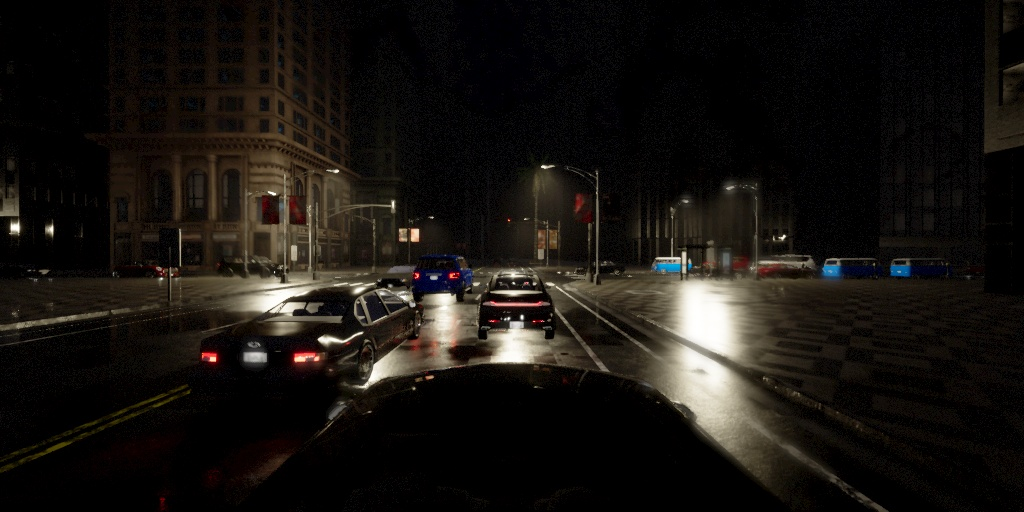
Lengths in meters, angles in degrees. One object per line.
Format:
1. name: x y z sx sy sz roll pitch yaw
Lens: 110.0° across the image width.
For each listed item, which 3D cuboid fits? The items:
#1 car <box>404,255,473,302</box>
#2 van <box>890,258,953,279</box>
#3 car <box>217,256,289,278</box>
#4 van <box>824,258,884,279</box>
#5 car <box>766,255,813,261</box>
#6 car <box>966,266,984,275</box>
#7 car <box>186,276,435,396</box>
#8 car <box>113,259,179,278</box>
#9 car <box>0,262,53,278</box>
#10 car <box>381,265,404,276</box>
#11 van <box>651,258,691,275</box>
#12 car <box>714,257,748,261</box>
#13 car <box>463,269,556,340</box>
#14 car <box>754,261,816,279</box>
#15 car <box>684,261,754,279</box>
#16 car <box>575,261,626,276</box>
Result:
1. car: -3.156 0.972 17.166 2.150 2.045 5.566 0 0 0
2. van: 34.093 1.079 29.862 3.998 1.789 1.690 0 0 0
3. car: -23.454 0.996 32.536 5.566 2.045 2.150 0 0 0
4. van: 28.416 1.082 29.858 3.998 1.789 1.690 0 0 0
5. car: 26.950 0.946 35.716 5.566 2.045 2.150 0 0 0
6. car: 48.491 1.322 35.633 4.718 1.301 1.895 0 0 0
7. car: -3.150 1.297 6.925 2.033 1.411 5.357 0 0 0
8. car: -33.172 1.137 32.586 4.553 1.767 2.097 0 0 0
9. car: -44.978 1.292 32.649 4.902 1.511 2.128 0 0 1
10. car: -6.912 1.297 22.883 2.033 1.411 5.357 0 0 -1
11. van: 17.054 1.065 38.375 3.998 1.789 1.690 0 0 0
12. car: 22.731 1.035 38.379 5.009 1.841 2.192 0 0 0
13. car: 0.092 1.240 9.994 2.128 1.511 4.902 0 0 0
14. car: 22.739 1.326 29.854 4.207 1.307 1.802 0 0 0
15. car: 17.061 1.299 29.850 4.403 1.370 2.007 0 0 0
16. car: 8.743 1.229 35.507 4.902 1.511 2.128 0 0 -3
